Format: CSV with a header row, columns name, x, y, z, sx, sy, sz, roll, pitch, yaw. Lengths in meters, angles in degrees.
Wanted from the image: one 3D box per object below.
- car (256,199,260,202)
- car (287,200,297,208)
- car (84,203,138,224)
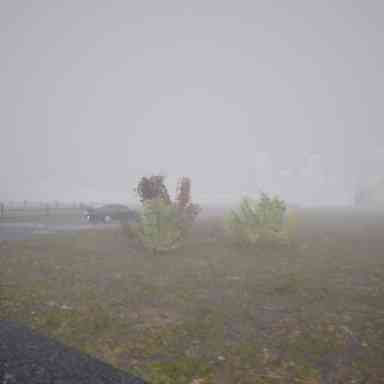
name,x,y,z,sx,sy,sz,roll,pitch,yaw
car,11.505,1.945,57.160,2.097,1.767,4.553,-1,-1,36
car,17.738,2.168,59.822,1.994,1.385,4.181,-1,-1,36
car,-6.240,1.657,26.525,1.837,1.490,4.892,-1,-1,36
